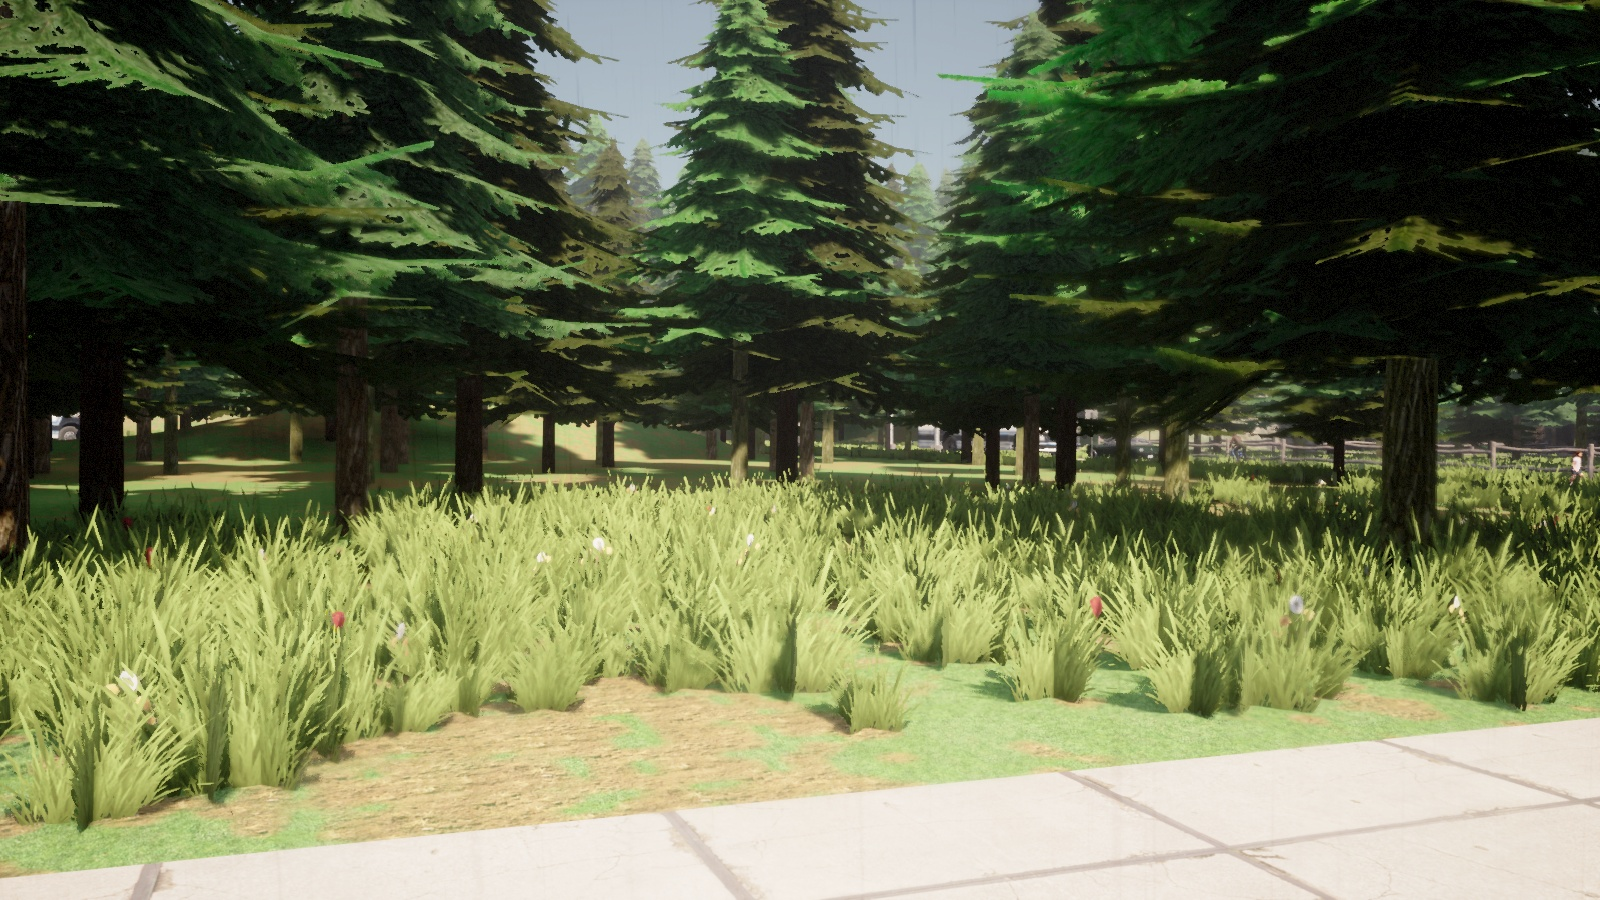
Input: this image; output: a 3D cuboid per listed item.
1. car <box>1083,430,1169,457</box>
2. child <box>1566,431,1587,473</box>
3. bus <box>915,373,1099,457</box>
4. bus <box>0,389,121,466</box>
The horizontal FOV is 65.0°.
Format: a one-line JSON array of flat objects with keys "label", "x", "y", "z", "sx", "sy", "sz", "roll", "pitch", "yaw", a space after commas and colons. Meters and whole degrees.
[{"label": "car", "x": 16.733, "y": -0.362, "z": 64.693, "sx": 1.895, "sy": 1.301, "sz": 4.718, "roll": -1, "pitch": 1, "yaw": -20}, {"label": "child", "x": 20.456, "y": 0.044, "z": 33.091, "sx": 0.255, "sy": 1.110, "sz": 0.394, "roll": -1, "pitch": 1, "yaw": -21}, {"label": "bus", "x": 11.108, "y": -1.844, "z": 68.746, "sx": 3.944, "sy": 4.253, "sz": 10.273, "roll": -1, "pitch": 1, "yaw": -34}, {"label": "bus", "x": -44.787, "y": -1.279, "z": 71.158, "sx": 3.944, "sy": 4.253, "sz": 10.273, "roll": 1, "pitch": 2, "yaw": 40}]
